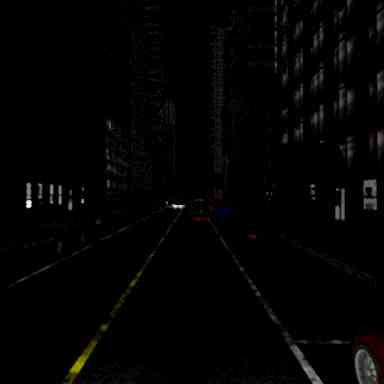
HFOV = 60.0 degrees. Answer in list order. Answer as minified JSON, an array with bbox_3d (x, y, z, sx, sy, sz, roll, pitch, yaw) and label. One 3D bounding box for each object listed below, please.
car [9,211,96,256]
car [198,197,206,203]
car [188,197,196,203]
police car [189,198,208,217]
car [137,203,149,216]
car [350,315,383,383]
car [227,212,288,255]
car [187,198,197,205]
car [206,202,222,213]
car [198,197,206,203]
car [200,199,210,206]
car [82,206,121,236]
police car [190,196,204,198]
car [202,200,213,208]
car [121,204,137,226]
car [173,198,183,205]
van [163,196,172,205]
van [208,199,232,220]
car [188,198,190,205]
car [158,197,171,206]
[{"bbox_3d":[-5.686,1.671,13.608,2.008,1.369,4.403,0,0,0],"label":"car"},{"bbox_3d":[2.725,2.146,93.295,1.967,1.590,4.097,0,0,0],"label":"car"},{"bbox_3d":[0.031,2.079,85.446,2.033,1.411,5.357,0,0,0],"label":"car"},{"bbox_3d":[0.913,1.712,34.810,1.930,1.638,5.238,0,0,0],"label":"police car"},{"bbox_3d":[-5.678,1.881,36.377,1.802,1.307,4.206,0,0,0],"label":"car"},{"bbox_3d":[2.690,1.603,2.215,1.802,1.307,4.206,0,-1,0],"label":"car"},{"bbox_3d":[2.695,1.702,13.603,1.802,1.307,4.206,0,0,0],"label":"car"},{"bbox_3d":[0.026,1.982,70.446,2.033,1.411,5.357,0,0,0],"label":"car"},{"bbox_3d":[2.705,1.926,42.063,1.802,1.307,4.206,0,0,0],"label":"car"},{"bbox_3d":[2.723,2.111,87.603,1.967,1.590,4.097,0,0,0],"label":"car"},{"bbox_3d":[2.716,2.111,70.525,2.008,1.369,4.403,0,0,0],"label":"car"},{"bbox_3d":[-5.684,1.606,19.302,1.967,1.590,4.097,0,0,0],"label":"car"},{"bbox_3d":[0.916,1.790,44.810,1.930,1.638,5.238,0,0,0],"label":"police car"},{"bbox_3d":[2.712,2.059,59.140,1.802,1.307,4.206,0,0,0],"label":"car"},{"bbox_3d":[-5.682,1.761,24.993,2.008,1.369,4.403,0,0,0],"label":"car"},{"bbox_3d":[-2.973,2.090,71.685,2.128,1.511,4.902,0,0,0],"label":"car"},{"bbox_3d":[-5.662,1.940,76.226,1.690,1.788,3.998,0,0,0],"label":"van"},{"bbox_3d":[2.701,1.596,30.681,1.690,1.788,3.998,0,0,0],"label":"van"},{"bbox_3d":[0.919,1.636,50.731,2.150,2.045,5.566,0,0,0],"label":"car"},{"bbox_3d":[-5.667,2.070,64.839,2.008,1.369,4.403,0,0,0],"label":"car"}]
